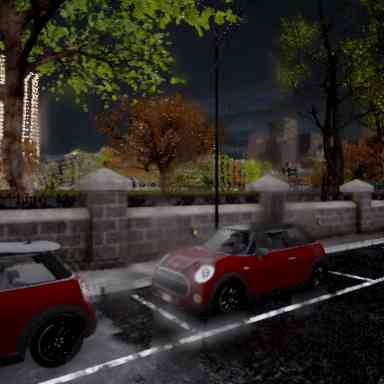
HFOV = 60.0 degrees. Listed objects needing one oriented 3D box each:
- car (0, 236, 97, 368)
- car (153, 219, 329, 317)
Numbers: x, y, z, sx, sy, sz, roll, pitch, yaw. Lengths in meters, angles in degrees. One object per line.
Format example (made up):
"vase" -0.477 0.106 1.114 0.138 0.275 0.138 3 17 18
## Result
"car" -3.424 1.440 4.119 4.097 1.590 1.967 0 0 -36
"car" 1.158 1.449 7.388 4.097 1.590 1.967 0 0 -36
